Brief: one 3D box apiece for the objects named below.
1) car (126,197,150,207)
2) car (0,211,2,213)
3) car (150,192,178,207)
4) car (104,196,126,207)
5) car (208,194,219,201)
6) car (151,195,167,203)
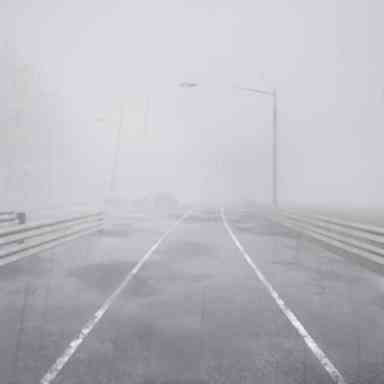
[{"bbox_3d":[-7.139,1.369,47.002,1.812,1.442,4.674,0,0,12],"label":"car"},{"bbox_3d":[-15.442,1.314,23.010,1.812,1.442,4.674,0,0,10],"label":"car"},{"bbox_3d":[-3.611,1.066,46.857,2.150,2.045,5.566,0,0,12],"label":"car"},{"bbox_3d":[-10.685,1.322,47.196,1.882,1.535,5.008,0,0,12],"label":"car"},{"bbox_3d":[5.458,1.470,84.470,2.033,1.411,5.357,0,0,15],"label":"car"},{"bbox_3d":[-6.466,1.413,65.822,1.812,1.442,4.674,0,0,13],"label":"car"}]
